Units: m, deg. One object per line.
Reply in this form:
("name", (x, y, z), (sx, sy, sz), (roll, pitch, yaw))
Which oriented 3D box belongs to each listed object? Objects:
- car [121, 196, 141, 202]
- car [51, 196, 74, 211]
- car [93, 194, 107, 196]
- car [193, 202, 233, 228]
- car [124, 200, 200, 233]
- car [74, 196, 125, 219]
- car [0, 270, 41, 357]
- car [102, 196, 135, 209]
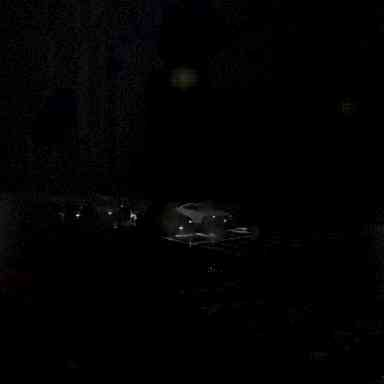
("car", (-5.365, 1.298, 29.980), (2.128, 1.511, 4.902), (-1, 1, -36))
("car", (-14.113, 1.246, 36.597), (1.882, 1.535, 5.008), (-1, 1, -36))
("car", (-11.449, 1.269, 38.466), (2.033, 1.411, 5.357), (-1, 1, -35))
("car", (0.612, 1.415, 21.704), (1.812, 1.442, 4.674), (-1, 1, -36))
("car", (-1.976, 1.484, 19.745), (2.033, 1.411, 5.357), (-1, 1, -32))
("car", (-7.803, 1.347, 27.804), (2.128, 1.511, 4.902), (-1, 1, -36))
("car", (-4.152, 1.545, 3.690), (4.507, 1.381, 1.887), (0, -1, -36))
("car", (-9.215, 1.212, 41.241), (2.033, 1.411, 5.357), (-1, 1, -36))
